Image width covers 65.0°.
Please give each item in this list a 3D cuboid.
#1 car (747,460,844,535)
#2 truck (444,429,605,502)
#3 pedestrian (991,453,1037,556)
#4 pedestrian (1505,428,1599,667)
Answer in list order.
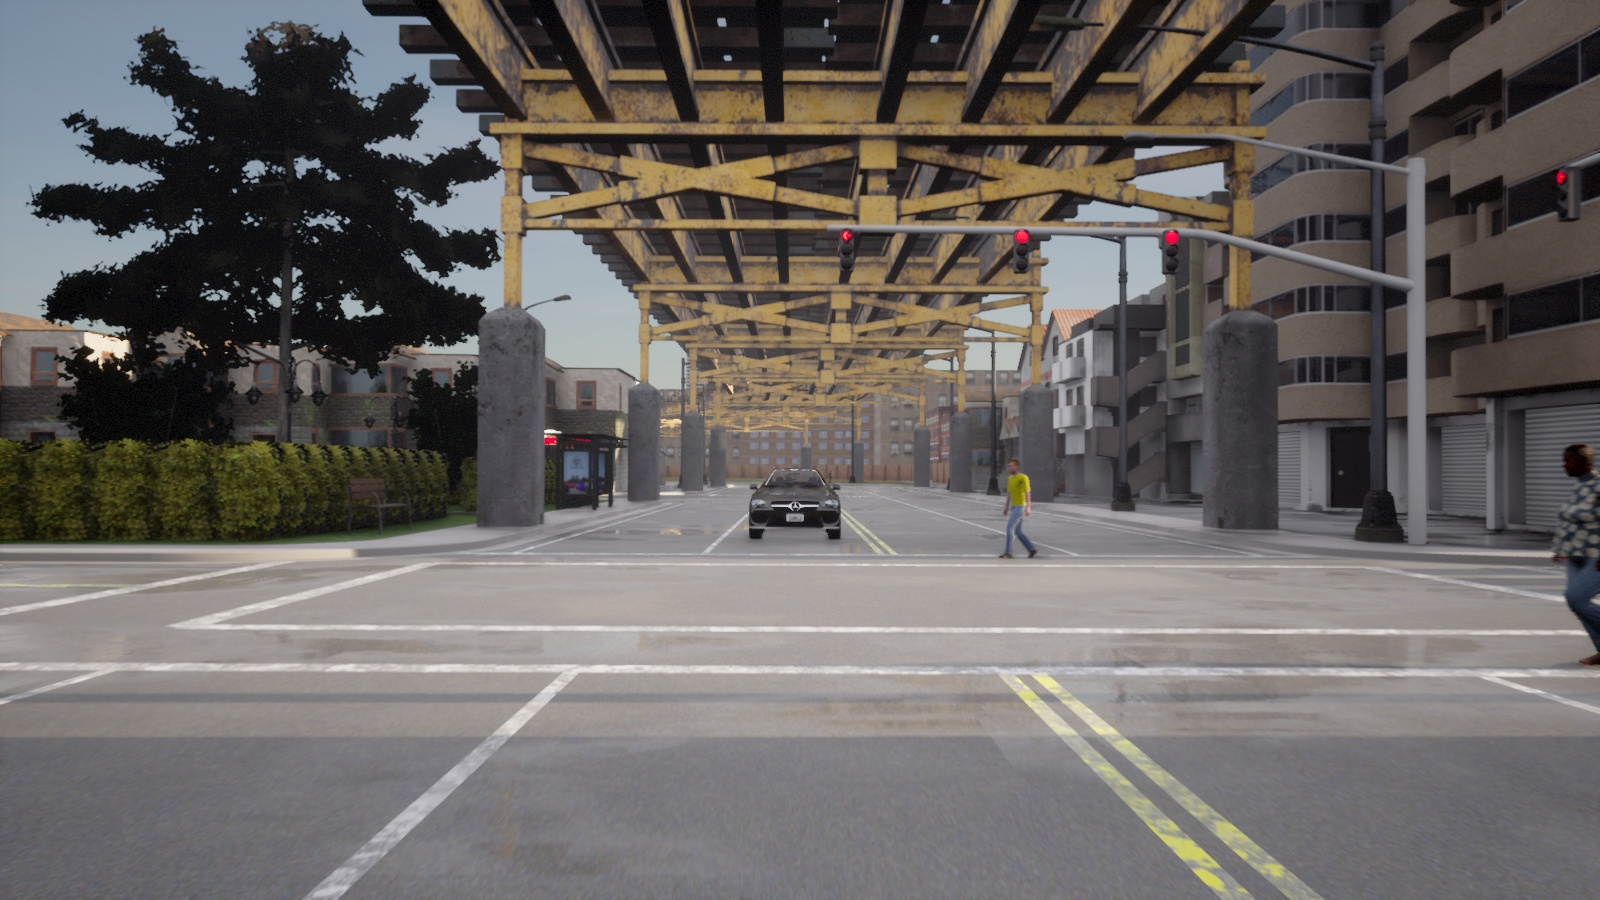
[{"bbox_3d":[-0.110,1.107,30.622,2.152,1.651,5.027,0,-1,0],"label":"car"},{"bbox_3d":[-15.192,0.875,69.731,8.468,3.827,2.891,1,-2,-44],"label":"truck"},{"bbox_3d":[3.846,0.976,22.583,0.706,1.836,0.354,0,-1,-19],"label":"pedestrian"},{"bbox_3d":[6.372,0.761,10.166,0.900,1.855,0.874,0,-1,10],"label":"pedestrian"}]
